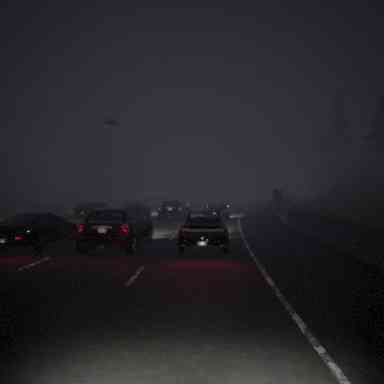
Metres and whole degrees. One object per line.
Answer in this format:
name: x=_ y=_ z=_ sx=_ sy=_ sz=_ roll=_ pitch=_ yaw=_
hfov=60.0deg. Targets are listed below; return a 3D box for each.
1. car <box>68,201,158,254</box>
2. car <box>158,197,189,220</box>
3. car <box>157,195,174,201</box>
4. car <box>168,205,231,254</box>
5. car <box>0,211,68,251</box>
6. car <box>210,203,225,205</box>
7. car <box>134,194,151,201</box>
car: x=-2.972 y=1.366 z=13.683 sx=2.097 sy=1.767 sz=4.553 roll=0 pitch=0 yaw=4
car: x=-1.385 y=1.366 z=27.666 sx=2.097 sy=1.767 sz=4.553 roll=0 pitch=0 yaw=9
car: x=-6.575 y=1.505 z=84.004 sx=2.033 sy=1.411 sz=5.357 roll=0 pitch=0 yaw=23
car: x=0.521 y=1.495 z=13.449 sx=2.128 sy=1.511 sz=4.902 roll=0 pitch=0 yaw=4
car: x=-6.459 y=1.533 z=13.977 sx=1.812 sy=1.442 sz=4.674 roll=0 pitch=0 yaw=4
car: x=2.080 y=1.573 z=27.170 sx=1.994 sy=1.385 sz=4.181 roll=0 pitch=0 yaw=9
car: x=-12.921 y=1.436 z=86.960 sx=1.882 sy=1.535 sz=5.008 roll=0 pitch=0 yaw=23
